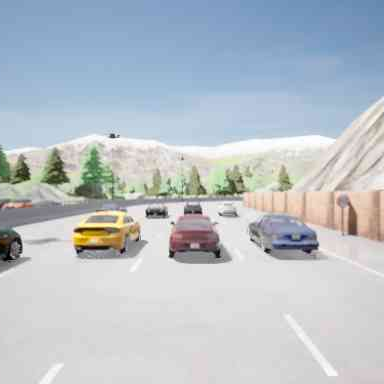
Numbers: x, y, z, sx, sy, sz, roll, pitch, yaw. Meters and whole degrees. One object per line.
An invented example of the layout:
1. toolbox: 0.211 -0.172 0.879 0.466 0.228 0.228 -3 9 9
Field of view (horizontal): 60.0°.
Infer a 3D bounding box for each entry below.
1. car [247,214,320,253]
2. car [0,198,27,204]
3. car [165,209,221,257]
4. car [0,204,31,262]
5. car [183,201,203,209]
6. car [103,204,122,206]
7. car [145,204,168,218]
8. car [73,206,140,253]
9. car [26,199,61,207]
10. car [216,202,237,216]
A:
1. car: 3.604 1.627 14.041 2.033 1.411 5.357 0 0 0
2. car: -21.063 1.584 40.651 2.097 1.767 4.553 0 0 0
3. car: 0.091 1.600 13.116 1.812 1.442 4.674 0 0 0
4. car: -6.898 1.408 9.629 2.097 1.767 4.553 0 0 0
5. car: 0.109 1.685 34.174 2.128 1.511 4.902 0 0 0
6. car: -6.891 1.713 29.068 2.033 1.411 5.357 0 0 0
7. car: -3.391 1.787 32.854 1.895 1.301 4.718 0 0 0
8. car: -3.396 1.558 14.045 1.882 1.535 5.008 0 0 0
9. car: -17.579 1.721 40.390 2.128 1.511 4.902 0 0 0
10. car: 3.609 1.723 34.847 1.812 1.442 4.674 0 0 0
